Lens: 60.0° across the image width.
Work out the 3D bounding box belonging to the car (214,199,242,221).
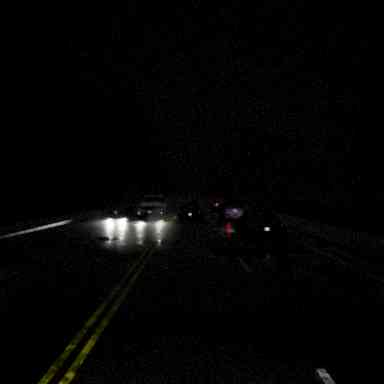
[{"bbox_3d":[3.238,1.449,27.384,2.033,1.649,4.856,0,0,0],"label":"car"}]

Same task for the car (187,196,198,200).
[{"bbox_3d":[0.054,1.616,59.599,2.128,1.511,4.902,0,0,0],"label":"car"}]

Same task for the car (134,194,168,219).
[{"bbox_3d":[-3.362,1.240,29.189,2.150,2.045,5.566,0,0,0],"label":"car"}]

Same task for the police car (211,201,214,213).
[{"bbox_3d":[3.233,1.545,38.386,2.038,1.542,4.974,0,0,0],"label":"police car"}]

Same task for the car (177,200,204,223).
[{"bbox_3d":[-0.116,1.580,25.941,1.994,1.385,4.181,0,0,1],"label":"car"}]

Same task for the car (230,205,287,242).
[{"bbox_3d":[3.243,1.571,16.383,1.994,1.385,4.181,0,0,0],"label":"car"}]

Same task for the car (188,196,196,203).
[{"bbox_3d":[-0.034,1.706,74.515,1.837,1.490,4.892,0,0,0],"label":"car"}]

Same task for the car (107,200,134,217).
[{"bbox_3d":[-6.613,1.514,31.280,2.128,1.511,4.902,0,0,0],"label":"car"}]
